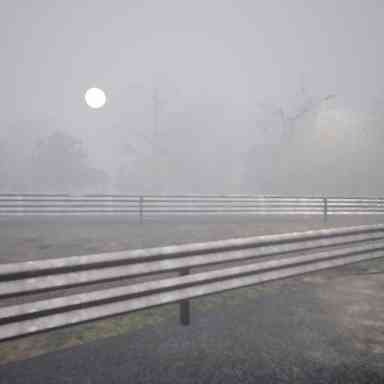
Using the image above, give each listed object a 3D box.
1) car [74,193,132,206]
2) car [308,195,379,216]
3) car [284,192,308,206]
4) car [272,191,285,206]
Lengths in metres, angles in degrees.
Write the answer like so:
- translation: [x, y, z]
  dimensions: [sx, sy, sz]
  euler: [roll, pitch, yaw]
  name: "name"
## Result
- translation: [-7.363, 0.780, 27.793]
  dimensions: [4.674, 1.442, 1.812]
  euler: [1, 0, -13]
  name: "car"
- translation: [11.724, 0.973, 25.163]
  dimensions: [5.008, 1.535, 1.882]
  euler: [1, 0, -14]
  name: "car"
- translation: [10.927, 0.975, 28.570]
  dimensions: [4.902, 1.511, 2.128]
  euler: [1, 0, -14]
  name: "car"
- translation: [10.083, 0.822, 31.966]
  dimensions: [4.553, 1.767, 2.097]
  euler: [1, 0, -14]
  name: "car"
